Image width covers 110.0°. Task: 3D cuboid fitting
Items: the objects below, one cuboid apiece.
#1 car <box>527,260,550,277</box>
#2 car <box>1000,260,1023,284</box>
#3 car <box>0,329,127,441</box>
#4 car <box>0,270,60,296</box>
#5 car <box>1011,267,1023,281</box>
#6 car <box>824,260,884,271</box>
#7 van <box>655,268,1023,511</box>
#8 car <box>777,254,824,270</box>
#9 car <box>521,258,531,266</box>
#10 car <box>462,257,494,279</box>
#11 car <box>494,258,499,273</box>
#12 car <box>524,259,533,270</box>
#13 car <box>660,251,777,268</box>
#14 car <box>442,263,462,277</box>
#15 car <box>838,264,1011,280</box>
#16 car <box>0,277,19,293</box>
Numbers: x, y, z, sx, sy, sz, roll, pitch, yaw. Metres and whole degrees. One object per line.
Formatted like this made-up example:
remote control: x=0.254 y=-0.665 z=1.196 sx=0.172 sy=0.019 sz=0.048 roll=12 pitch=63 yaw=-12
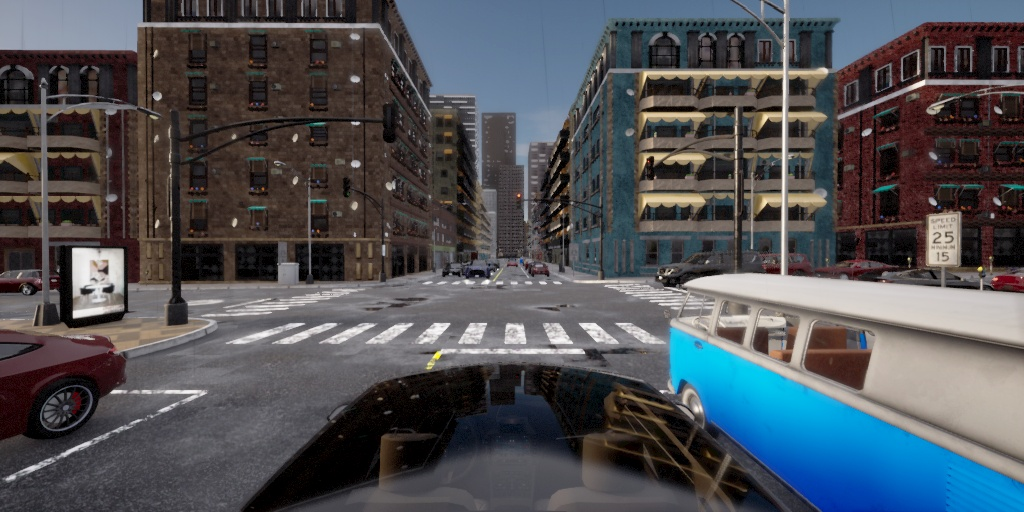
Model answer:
car: x=2.727 y=1.334 z=35.173 sx=1.802 sy=1.307 sz=4.207 roll=0 pitch=0 yaw=0
car: x=30.590 y=0.873 z=19.810 sx=4.718 sy=1.301 sz=1.895 roll=-1 pitch=0 yaw=0
car: x=-5.691 y=1.332 z=2.789 sx=1.802 sy=1.307 sz=4.207 roll=0 pitch=0 yaw=0
car: x=-30.238 y=1.574 z=22.169 sx=4.097 sy=1.591 sz=1.967 roll=0 pitch=0 yaw=0
car: x=21.378 y=1.033 z=13.971 sx=4.207 sy=1.307 sz=1.802 roll=0 pitch=0 yaw=0
car: x=21.366 y=0.930 z=22.351 sx=4.507 sy=1.381 sz=1.888 roll=0 pitch=0 yaw=0
van: x=2.690 y=1.091 z=2.779 sx=1.690 sy=1.789 sz=3.998 roll=0 pitch=0 yaw=0
car: x=15.796 y=0.781 z=22.318 sx=5.009 sy=1.841 sz=2.192 roll=0 pitch=0 yaw=0
car: x=2.746 y=1.305 z=51.743 sx=1.888 sy=1.381 sz=4.507 roll=0 pitch=0 yaw=0
car: x=-3.005 y=1.104 z=32.437 sx=2.097 sy=1.767 sz=4.553 roll=0 pitch=0 yaw=-1
car: x=-3.047 y=1.320 z=44.324 sx=1.994 sy=1.385 sz=4.181 roll=0 pitch=0 yaw=0
car: x=2.734 y=1.320 z=40.696 sx=1.948 sy=1.339 sz=4.313 roll=0 pitch=0 yaw=0
car: x=10.774 y=0.781 z=19.532 sx=5.566 sy=2.045 sz=2.150 roll=-1 pitch=0 yaw=-3
car: x=-5.654 y=1.318 z=35.194 sx=1.948 sy=1.339 sz=4.313 roll=0 pitch=0 yaw=0
car: x=15.808 y=1.097 z=13.937 sx=4.313 sy=1.339 sz=1.948 roll=0 pitch=0 yaw=0
car: x=-22.380 y=1.637 z=13.577 sx=4.403 sy=1.370 sz=2.007 roll=0 pitch=0 yaw=0
